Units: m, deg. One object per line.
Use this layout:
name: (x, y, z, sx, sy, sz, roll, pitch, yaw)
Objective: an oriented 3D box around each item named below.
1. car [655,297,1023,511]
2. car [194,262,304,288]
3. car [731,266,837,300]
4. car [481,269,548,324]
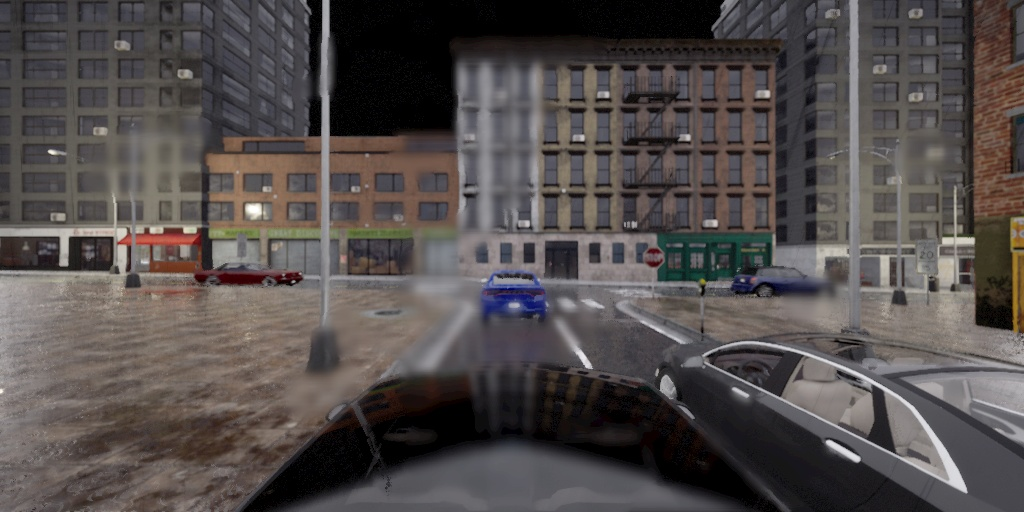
car: (2.638, 1.295, 2.876, 2.007, 1.370, 4.403, 0, 0, 0)
car: (-13.854, 1.016, 19.118, 4.718, 1.301, 1.895, 1, 0, 0)
car: (14.320, 1.363, 18.979, 4.553, 1.767, 2.097, 1, 0, 0)
car: (0.007, 1.181, 11.897, 1.882, 1.535, 5.008, 0, 0, -2)
